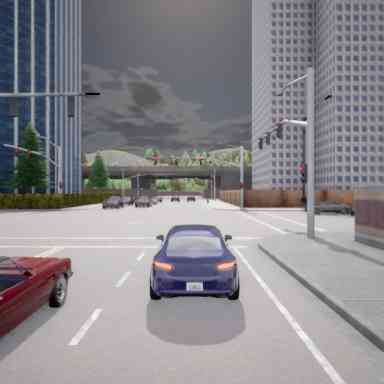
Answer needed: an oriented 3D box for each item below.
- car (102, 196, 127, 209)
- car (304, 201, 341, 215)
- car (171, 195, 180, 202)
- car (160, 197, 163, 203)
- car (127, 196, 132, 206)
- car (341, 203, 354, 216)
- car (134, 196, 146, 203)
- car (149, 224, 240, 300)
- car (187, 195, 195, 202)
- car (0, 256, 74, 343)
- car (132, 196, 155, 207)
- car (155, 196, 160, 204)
[{"bbox_3d":[-10.710,1.349,45.347,2.097,1.767,4.553,0,0,0],"label":"car"},{"bbox_3d":[13.548,1.562,33.472,4.181,1.385,1.994,0,0,0],"label":"car"},{"bbox_3d":[-3.684,1.496,74.519,1.812,1.442,4.674,0,0,0],"label":"car"},{"bbox_3d":[-7.170,1.558,69.130,1.994,1.385,4.181,0,0,0],"label":"car"},{"bbox_3d":[-10.723,1.488,54.307,2.128,1.511,4.902,0,0,0],"label":"car"},{"bbox_3d":[16.215,1.562,29.966,4.181,1.385,1.994,0,0,0],"label":"car"},{"bbox_3d":[-10.669,1.596,68.620,1.895,1.301,4.718,0,0,0],"label":"car"},{"bbox_3d":[0.058,1.525,8.252,1.812,1.442,4.674,0,0,0],"label":"car"},{"bbox_3d":[-0.184,1.472,74.528,1.837,1.490,4.892,0,0,0],"label":"car"},{"bbox_3d":[-3.452,1.600,4.982,1.895,1.301,4.718,0,0,0],"label":"car"},{"bbox_3d":[-7.217,1.349,49.837,2.097,1.767,4.553,0,0,0],"label":"car"},{"bbox_3d":[-7.222,1.597,58.819,1.895,1.301,4.718,0,0,0],"label":"car"}]
